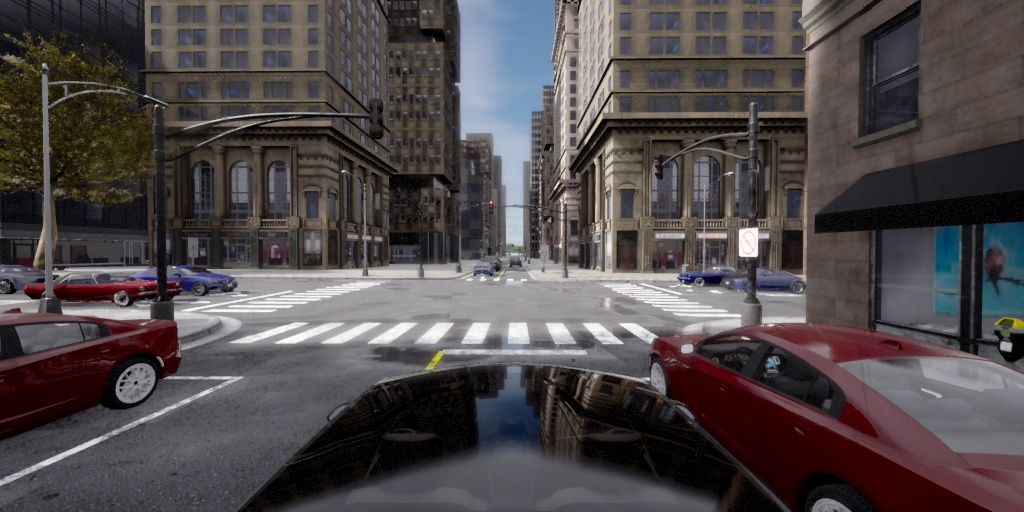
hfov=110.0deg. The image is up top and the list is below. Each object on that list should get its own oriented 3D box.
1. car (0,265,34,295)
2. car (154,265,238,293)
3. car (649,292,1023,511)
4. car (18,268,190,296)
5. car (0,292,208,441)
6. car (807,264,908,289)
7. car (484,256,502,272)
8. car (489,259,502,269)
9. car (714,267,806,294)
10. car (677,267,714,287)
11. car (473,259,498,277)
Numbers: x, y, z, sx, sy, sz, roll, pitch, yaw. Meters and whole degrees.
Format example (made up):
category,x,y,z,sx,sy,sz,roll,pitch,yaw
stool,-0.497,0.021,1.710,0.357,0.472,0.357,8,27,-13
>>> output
category,x,y,z,sx,sy,sz,roll,pitch,yaw
car,-25.266,1.139,17.941,4.181,1.385,1.994,1,1,-1
car,-16.362,1.173,17.865,4.674,1.442,1.812,0,1,1
car,2.771,1.294,3.333,1.888,1.381,4.507,0,0,0
car,-16.387,1.296,14.596,4.718,1.301,1.895,0,1,1
car,-5.755,1.295,3.404,1.888,1.381,4.507,0,0,0
car,23.178,1.357,24.202,5.008,1.535,1.882,0,1,0
car,-2.695,0.959,46.371,2.150,2.045,5.566,0,0,1
car,-2.579,1.240,56.824,1.837,1.490,4.892,0,0,1
car,14.643,1.418,21.033,4.181,1.385,1.994,0,1,1
car,13.819,1.400,24.292,4.718,1.301,1.895,0,1,1
car,-2.794,1.288,36.185,2.033,1.411,5.357,0,0,0
